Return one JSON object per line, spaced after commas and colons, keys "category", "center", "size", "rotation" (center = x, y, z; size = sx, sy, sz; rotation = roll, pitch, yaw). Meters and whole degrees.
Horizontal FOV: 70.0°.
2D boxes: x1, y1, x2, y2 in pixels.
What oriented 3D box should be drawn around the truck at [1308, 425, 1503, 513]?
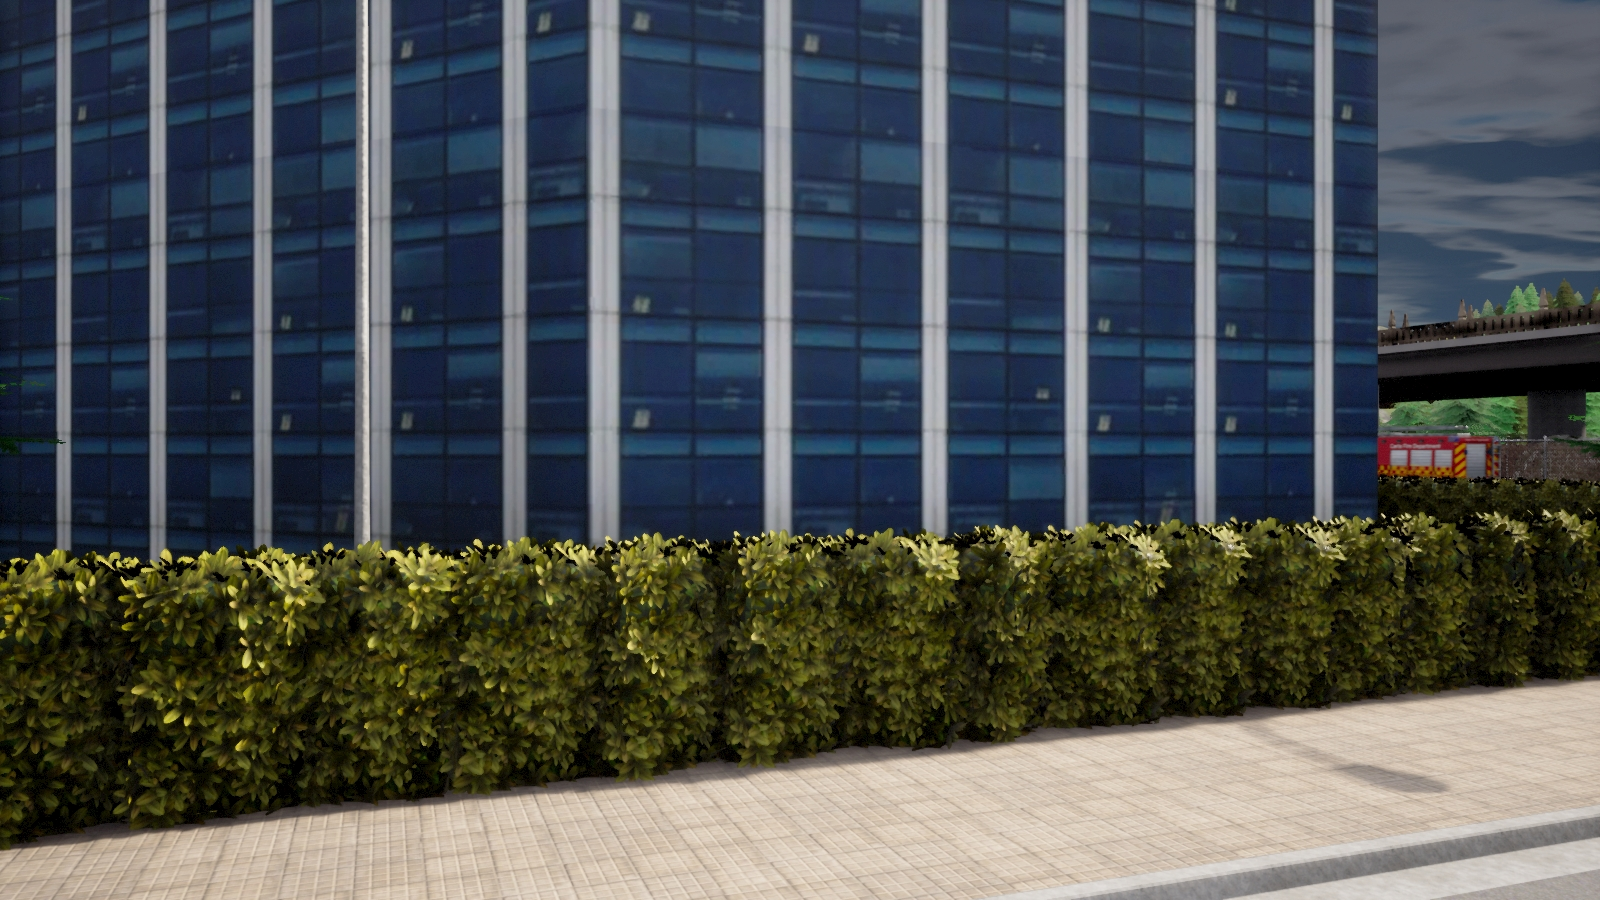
{"category": "truck", "center": [28.581, 0.837, 54.528], "size": [2.891, 3.827, 8.468], "rotation": [0, 0, -20]}
